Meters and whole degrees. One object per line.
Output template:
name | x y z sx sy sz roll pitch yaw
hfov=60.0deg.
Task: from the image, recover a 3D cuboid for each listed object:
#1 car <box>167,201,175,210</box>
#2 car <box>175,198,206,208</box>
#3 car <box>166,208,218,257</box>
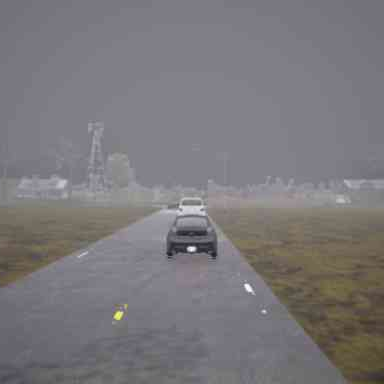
car | -2.806 2.068 51.830 1.895 1.301 4.718 0 0 0
car | -0.012 1.494 27.587 2.150 2.045 5.566 0 0 0
car | 0.008 1.648 13.499 1.837 1.490 4.892 0 0 0
